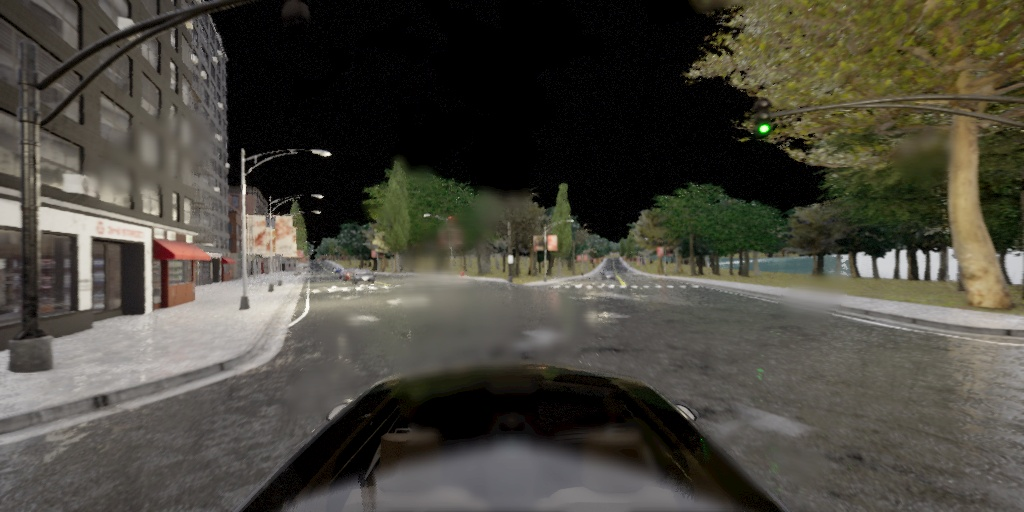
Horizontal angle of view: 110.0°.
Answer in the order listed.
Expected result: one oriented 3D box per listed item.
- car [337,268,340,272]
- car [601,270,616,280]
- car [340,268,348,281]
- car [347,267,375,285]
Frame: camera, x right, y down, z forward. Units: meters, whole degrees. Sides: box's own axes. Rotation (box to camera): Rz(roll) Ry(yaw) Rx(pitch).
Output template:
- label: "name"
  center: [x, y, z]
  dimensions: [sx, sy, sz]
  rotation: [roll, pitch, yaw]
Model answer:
- label: "car"
  center: [-24.820, 2.709, 53.903]
  dimensions: [1.812, 1.442, 4.674]
  rotation: [-1, -1, -29]
- label: "car"
  center: [14.899, 2.994, 55.259]
  dimensions: [2.128, 1.511, 4.902]
  rotation: [-1, -2, 16]
- label: "car"
  center: [-19.985, 2.239, 45.190]
  dimensions: [2.097, 1.767, 4.553]
  rotation: [-1, -1, -29]
- label: "car"
  center: [-15.471, 2.114, 37.170]
  dimensions: [2.128, 1.511, 4.902]
  rotation: [-1, -1, -28]
